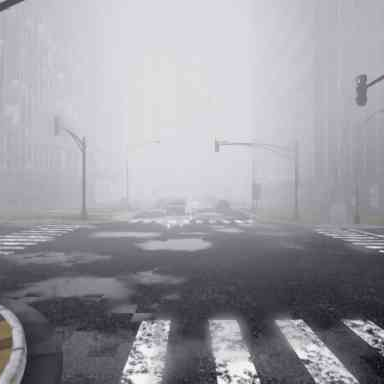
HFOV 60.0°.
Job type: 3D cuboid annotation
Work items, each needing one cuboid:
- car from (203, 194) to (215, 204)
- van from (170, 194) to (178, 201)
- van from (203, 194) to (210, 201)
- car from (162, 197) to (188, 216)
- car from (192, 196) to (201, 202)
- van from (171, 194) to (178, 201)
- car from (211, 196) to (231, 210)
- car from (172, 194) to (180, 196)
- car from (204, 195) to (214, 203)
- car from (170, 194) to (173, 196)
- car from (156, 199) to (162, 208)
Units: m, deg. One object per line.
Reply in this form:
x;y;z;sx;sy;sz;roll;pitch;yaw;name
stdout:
3.596;1.313;63.948;2.192;1.841;5.009;0;0;0;car
-4.403;1.321;80.474;1.690;1.788;3.998;0;0;0;van
3.477;1.321;80.531;1.690;1.788;3.998;0;0;0;van
-1.599;1.564;33.645;2.033;1.411;5.357;0;0;0;car
0.969;1.512;73.120;1.812;1.442;4.674;0;0;0;car
-4.443;1.315;86.001;1.690;1.788;3.998;0;0;0;van
3.804;1.579;41.840;1.947;1.339;4.313;0;0;0;car
-1.737;1.498;54.234;2.128;1.511;4.902;0;0;0;car
3.556;1.432;69.476;1.967;1.590;4.097;0;0;0;car
-4.284;1.564;63.892;1.947;1.339;4.313;0;0;0;car
-4.165;1.592;47.309;1.802;1.307;4.206;0;0;0;car
